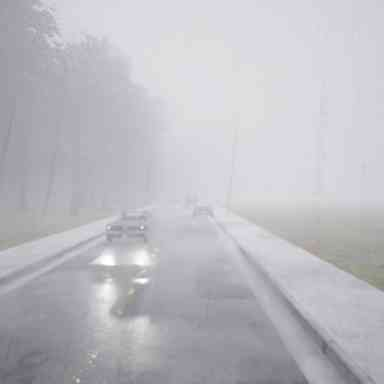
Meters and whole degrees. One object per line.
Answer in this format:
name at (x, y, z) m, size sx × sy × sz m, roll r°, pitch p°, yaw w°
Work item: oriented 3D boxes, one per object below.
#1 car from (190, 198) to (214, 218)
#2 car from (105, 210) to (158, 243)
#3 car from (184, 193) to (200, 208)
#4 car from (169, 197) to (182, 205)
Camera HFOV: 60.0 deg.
car at (0.969, 1.525, 29.916) m, size 1.812 × 1.442 × 4.674 m, roll 0°, pitch 0°, yaw 0°
car at (-2.847, 1.600, 16.384) m, size 1.895 × 1.301 × 4.718 m, roll 0°, pitch 0°, yaw 0°
car at (0.014, 1.222, 48.350) m, size 2.150 × 2.045 × 5.566 m, roll 0°, pitch 0°, yaw 0°
car at (-2.791, 1.562, 56.984) m, size 1.994 × 1.385 × 4.181 m, roll 0°, pitch 0°, yaw 1°
